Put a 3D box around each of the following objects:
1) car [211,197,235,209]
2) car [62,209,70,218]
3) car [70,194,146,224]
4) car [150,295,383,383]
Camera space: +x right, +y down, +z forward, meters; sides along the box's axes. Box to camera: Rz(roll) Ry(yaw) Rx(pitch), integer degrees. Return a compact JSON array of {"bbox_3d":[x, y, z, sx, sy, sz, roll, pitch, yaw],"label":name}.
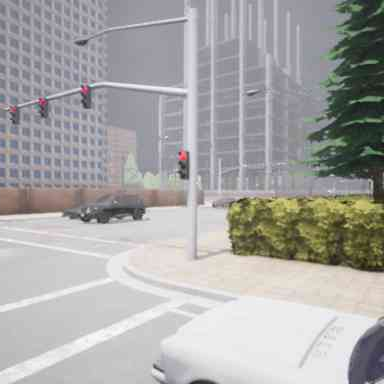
[{"bbox_3d":[4.447,1.455,45.038,1.837,1.490,4.892,0,0,36],"label":"car"},{"bbox_3d":[-8.001,1.495,27.646,2.033,1.411,5.357,0,0,35],"label":"car"},{"bbox_3d":[-5.815,1.186,24.673,2.150,2.045,5.566,0,0,35],"label":"car"},{"bbox_3d":[1.939,1.602,2.588,4.718,1.301,1.895,0,0,36],"label":"car"}]
